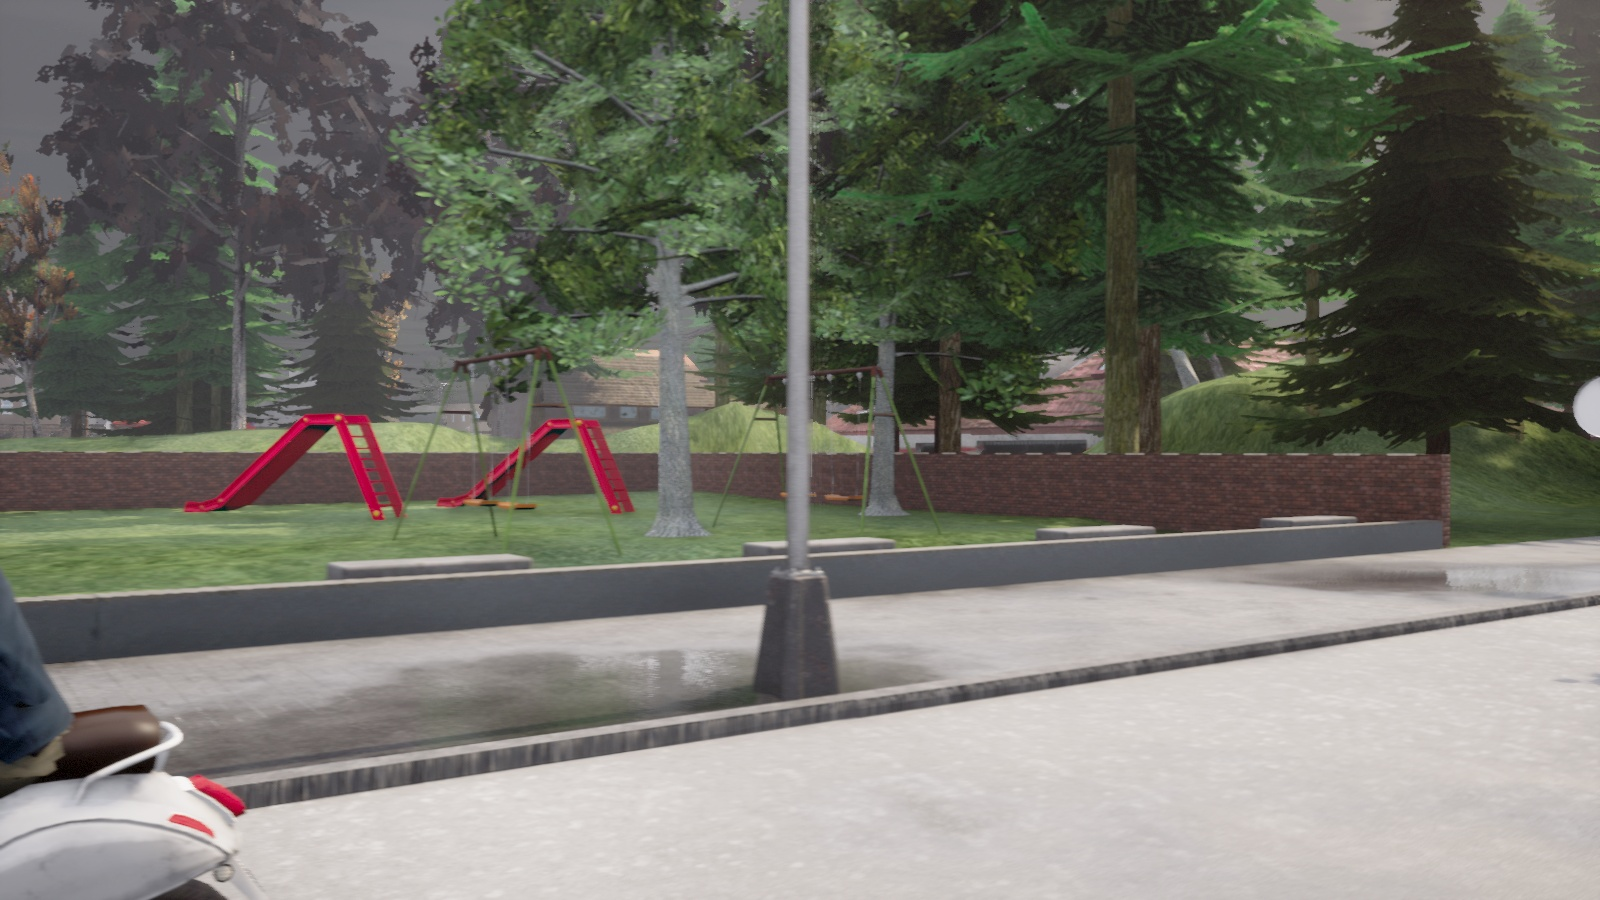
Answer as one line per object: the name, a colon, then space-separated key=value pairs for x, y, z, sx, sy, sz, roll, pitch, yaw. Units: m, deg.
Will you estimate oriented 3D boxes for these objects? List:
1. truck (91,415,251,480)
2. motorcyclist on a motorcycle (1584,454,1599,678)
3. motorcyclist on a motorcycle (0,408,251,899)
truck: x=-38.753 y=-0.140 z=77.551 sx=8.468 sy=3.827 sz=2.891 roll=0 pitch=0 yaw=-35
motorcyclist on a motorcycle: x=6.534 y=0.788 z=8.905 sx=2.191 sy=1.530 sz=0.866 roll=0 pitch=0 yaw=-35
motorcyclist on a motorcycle: x=-2.247 y=0.710 z=2.701 sx=1.817 sy=1.590 sz=0.866 roll=0 pitch=0 yaw=-35
